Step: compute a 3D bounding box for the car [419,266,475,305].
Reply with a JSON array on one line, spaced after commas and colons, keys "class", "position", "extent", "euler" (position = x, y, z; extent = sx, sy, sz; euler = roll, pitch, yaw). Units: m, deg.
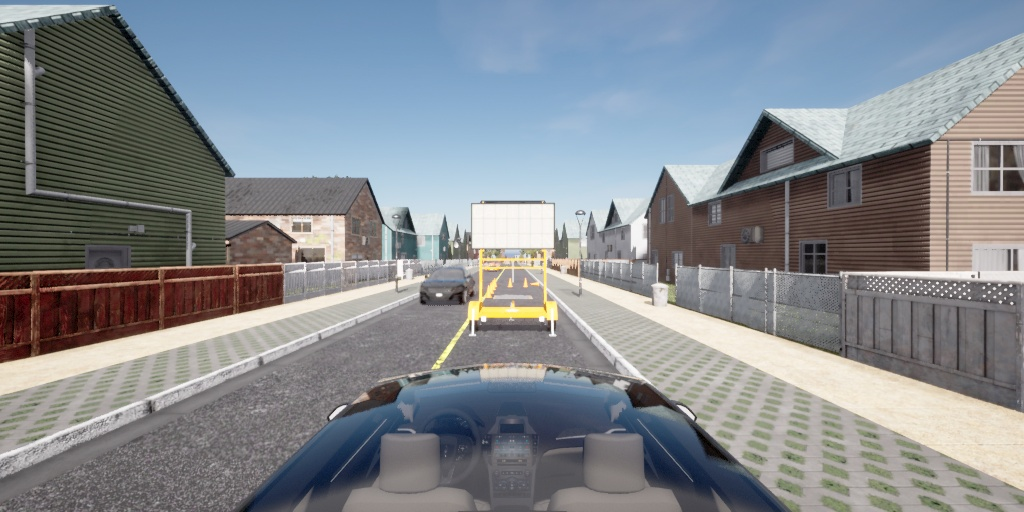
[{"class": "car", "position": [-2.814, 1.233, 16.367], "extent": [1.882, 1.535, 5.008], "euler": [0, 0, 0]}]

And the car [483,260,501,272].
[{"class": "car", "position": [-2.639, 1.217, 48.040], "extent": [2.097, 1.767, 4.553], "euler": [0, 0, 0]}]

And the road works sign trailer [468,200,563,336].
[{"class": "road works sign trailer", "position": [0.029, 0.215, 10.350], "extent": [2.380, 3.560, 2.880], "euler": [0, 0, 1]}]
